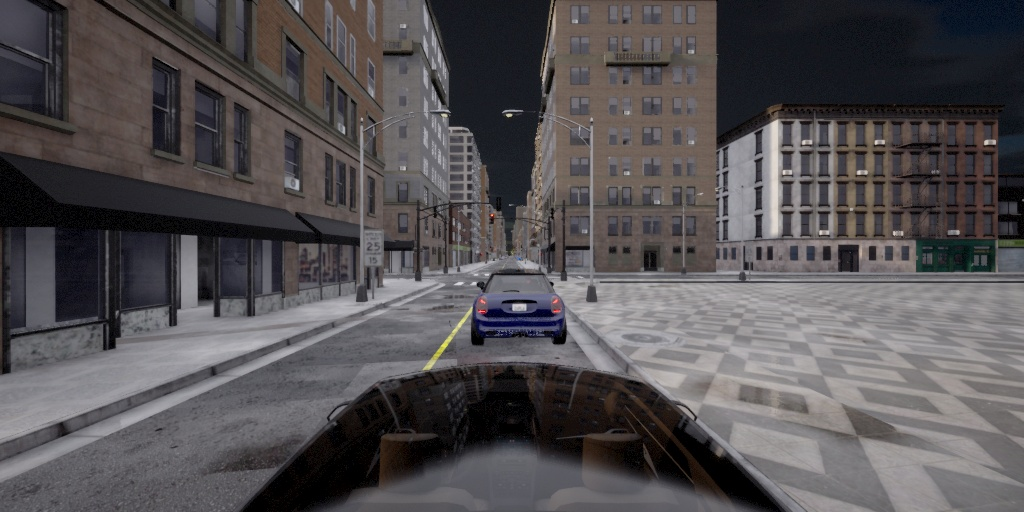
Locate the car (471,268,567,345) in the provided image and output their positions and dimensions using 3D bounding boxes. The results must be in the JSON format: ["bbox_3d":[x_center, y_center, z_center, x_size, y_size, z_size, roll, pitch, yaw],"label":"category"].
[{"bbox_3d":[0.102,1.102,9.661,2.097,1.767,4.553,0,0,-1],"label":"car"}]
